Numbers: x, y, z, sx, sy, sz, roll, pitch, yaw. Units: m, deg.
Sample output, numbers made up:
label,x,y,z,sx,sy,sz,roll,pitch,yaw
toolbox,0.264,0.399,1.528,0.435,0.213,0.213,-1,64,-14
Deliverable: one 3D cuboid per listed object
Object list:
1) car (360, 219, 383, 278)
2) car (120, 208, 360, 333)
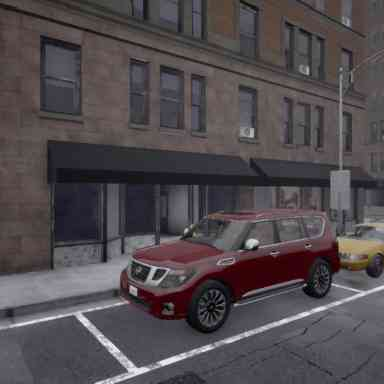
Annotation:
label,x,y,z,sx,sy,sz,roll,pitch,yaw
car,5.564,1.525,10.157,4.829,1.417,1.752,0,0,-35
car,1.077,1.315,6.963,5.009,1.841,2.192,0,0,-35
